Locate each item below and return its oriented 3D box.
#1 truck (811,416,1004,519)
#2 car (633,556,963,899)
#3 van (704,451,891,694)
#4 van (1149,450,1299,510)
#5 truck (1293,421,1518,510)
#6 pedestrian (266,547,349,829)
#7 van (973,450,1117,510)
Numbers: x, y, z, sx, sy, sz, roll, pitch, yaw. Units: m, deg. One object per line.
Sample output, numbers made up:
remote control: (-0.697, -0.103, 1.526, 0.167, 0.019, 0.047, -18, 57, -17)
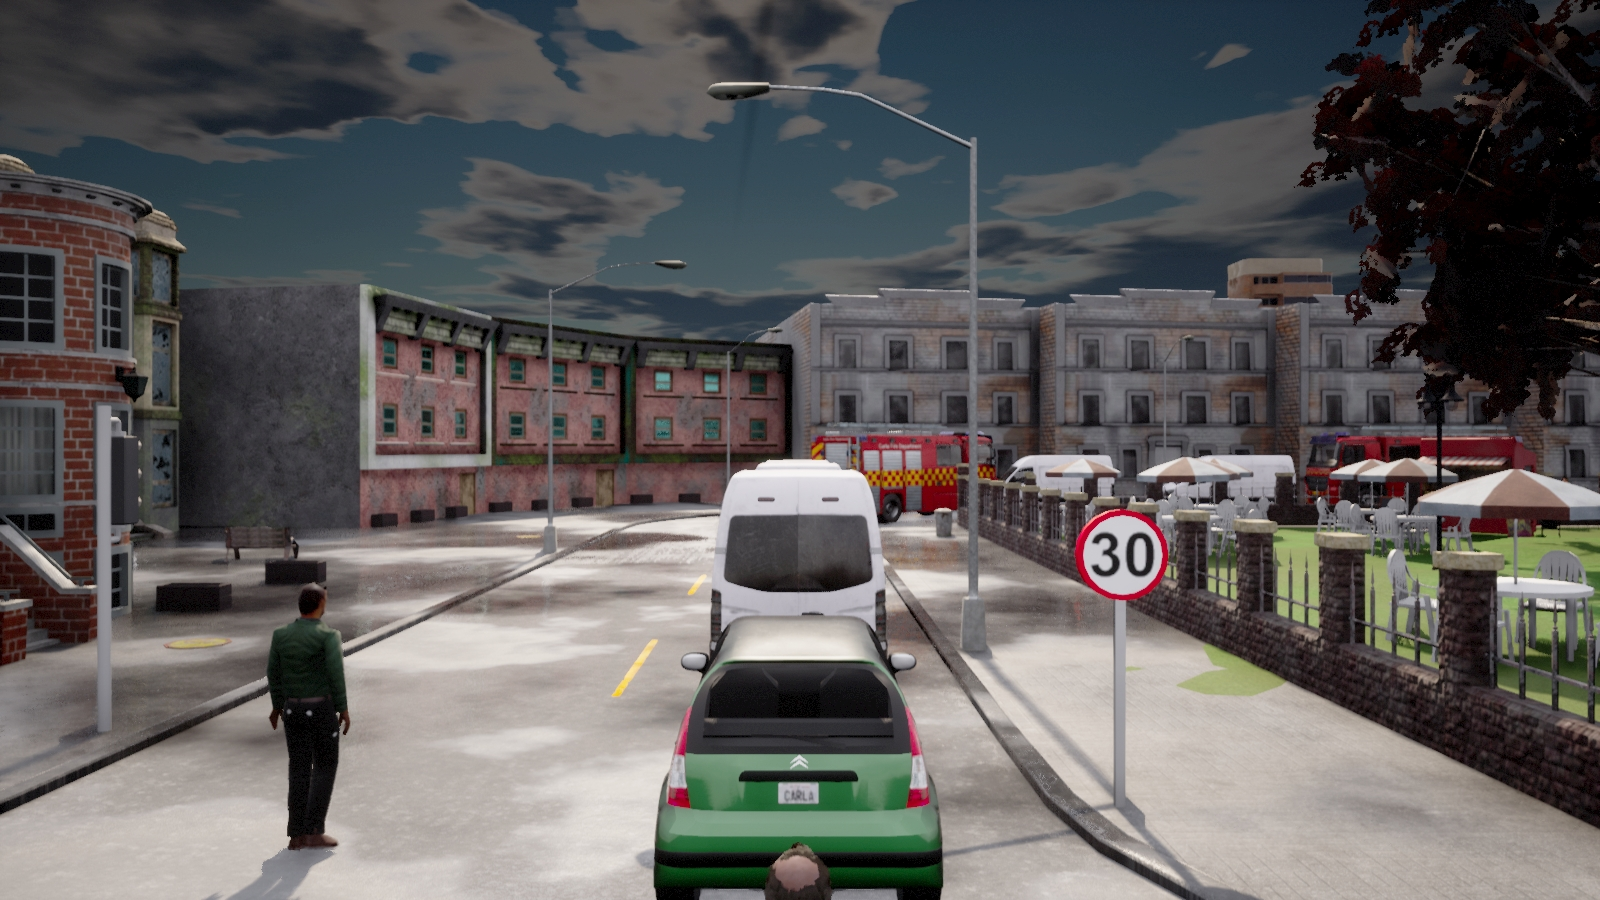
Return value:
truck: (4.502, 0.654, 46.246, 8.468, 3.827, 2.891, 0, 0, -43)
car: (-0.015, 1.776, 8.404, 1.851, 1.617, 3.988, 0, 0, 0)
van: (-0.025, 1.309, 15.105, 1.988, 2.561, 5.915, 0, 0, 0)
van: (18.656, 1.295, 50.452, 5.915, 2.561, 1.988, 0, 0, 0)
truck: (26.739, 0.651, 50.712, 8.468, 3.827, 2.891, 0, 0, 0)
pedestrian: (-3.412, 1.625, 7.923, 0.375, 1.860, 0.375, 0, 0, 13)
van: (10.768, 1.295, 50.429, 5.915, 2.561, 1.988, 0, 0, 0)
